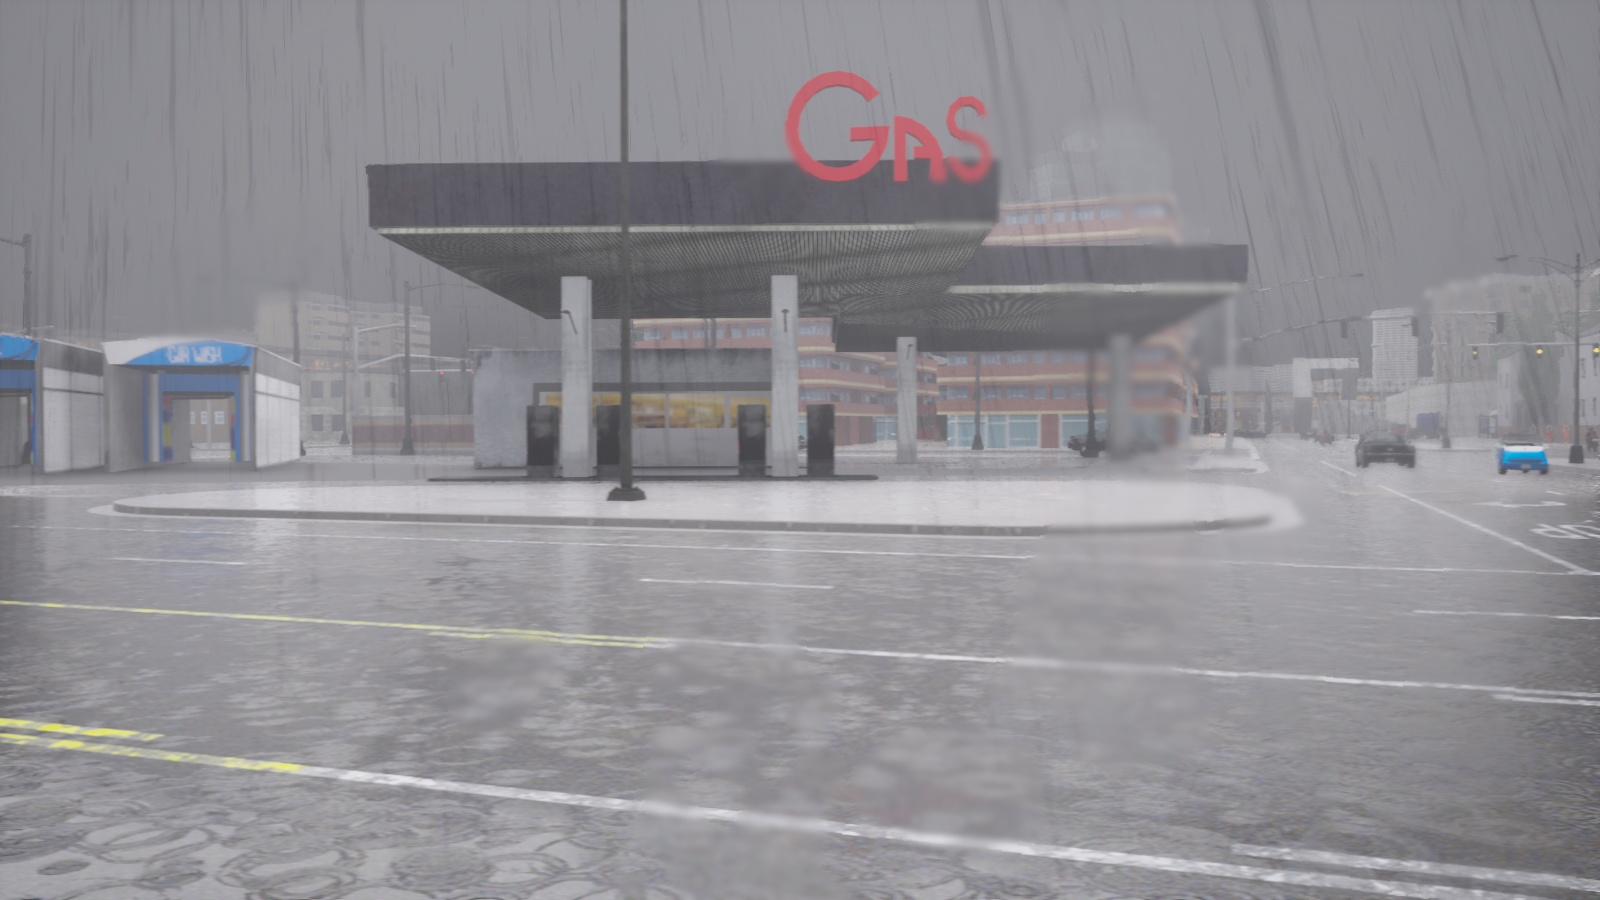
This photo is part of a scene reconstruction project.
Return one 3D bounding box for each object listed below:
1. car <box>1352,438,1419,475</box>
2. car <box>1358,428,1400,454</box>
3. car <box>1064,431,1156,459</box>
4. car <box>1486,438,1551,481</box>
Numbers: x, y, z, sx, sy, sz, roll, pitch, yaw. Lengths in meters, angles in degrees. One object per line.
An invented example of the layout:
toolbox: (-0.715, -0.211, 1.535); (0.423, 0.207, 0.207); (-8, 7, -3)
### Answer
car: (22.615, 0.223, 48.630); (1.895, 1.301, 4.718); (1, 1, 19)
car: (39.143, -0.628, 85.022); (2.152, 1.651, 5.027); (1, 1, 20)
car: (17.524, -0.301, 70.861); (4.902, 1.511, 2.128); (1, 1, 18)
car: (23.980, 0.290, 41.972); (1.481, 1.376, 2.207); (1, 1, 19)
